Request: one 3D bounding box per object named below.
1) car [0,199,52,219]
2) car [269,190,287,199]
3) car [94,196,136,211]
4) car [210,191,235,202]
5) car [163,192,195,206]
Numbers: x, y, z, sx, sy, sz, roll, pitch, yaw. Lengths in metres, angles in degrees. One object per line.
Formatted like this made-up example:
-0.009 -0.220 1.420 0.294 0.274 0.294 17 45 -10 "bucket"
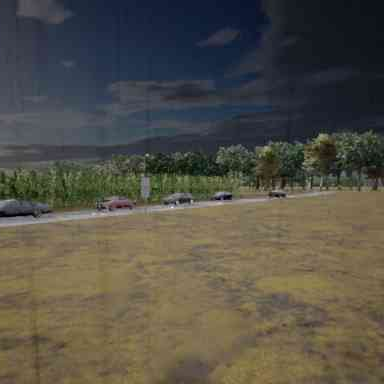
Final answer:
-13.085 1.257 24.402 2.033 1.411 5.357 0 1 34 "car"
15.479 0.345 59.880 1.882 1.535 5.008 0 1 35 "car"
-7.452 1.088 32.480 1.994 1.385 4.181 0 1 34 "car"
4.496 0.620 49.336 1.882 1.535 5.008 0 1 36 "car"
-1.577 0.840 40.784 1.837 1.490 4.892 0 1 35 "car"
